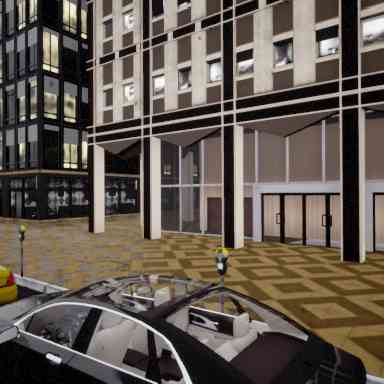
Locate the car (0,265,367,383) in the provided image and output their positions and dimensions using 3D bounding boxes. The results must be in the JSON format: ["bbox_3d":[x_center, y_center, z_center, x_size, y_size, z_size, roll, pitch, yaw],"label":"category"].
[{"bbox_3d":[-0.650,1.551,3.346,4.403,1.369,2.008,0,0,36],"label":"car"}]
